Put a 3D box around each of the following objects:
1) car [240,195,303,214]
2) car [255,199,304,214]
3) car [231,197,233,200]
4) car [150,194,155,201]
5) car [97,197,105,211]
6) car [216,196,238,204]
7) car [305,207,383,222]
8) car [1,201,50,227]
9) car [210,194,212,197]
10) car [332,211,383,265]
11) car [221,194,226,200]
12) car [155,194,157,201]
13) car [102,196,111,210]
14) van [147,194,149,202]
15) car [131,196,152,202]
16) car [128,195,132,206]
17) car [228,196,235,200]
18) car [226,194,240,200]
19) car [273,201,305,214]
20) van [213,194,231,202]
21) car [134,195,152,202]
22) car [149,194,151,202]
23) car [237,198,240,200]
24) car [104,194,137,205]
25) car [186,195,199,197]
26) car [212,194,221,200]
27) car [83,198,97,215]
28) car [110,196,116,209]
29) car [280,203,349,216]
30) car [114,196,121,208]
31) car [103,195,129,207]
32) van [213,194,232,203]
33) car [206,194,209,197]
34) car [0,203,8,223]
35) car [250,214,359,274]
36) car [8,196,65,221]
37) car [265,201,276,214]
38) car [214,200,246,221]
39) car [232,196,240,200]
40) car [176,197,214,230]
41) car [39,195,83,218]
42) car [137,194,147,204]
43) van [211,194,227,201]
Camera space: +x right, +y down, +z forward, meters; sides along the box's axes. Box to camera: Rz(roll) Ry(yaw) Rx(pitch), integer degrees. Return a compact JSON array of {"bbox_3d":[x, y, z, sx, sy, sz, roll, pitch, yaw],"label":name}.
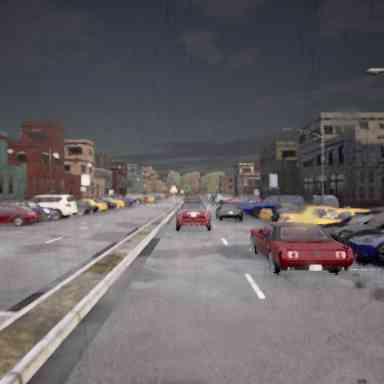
[{"bbox_3d":[7.588,1.300,30.427,5.566,2.045,2.435,0,0,0],"label":"car"},{"bbox_3d":[7.813,1.524,24.914,5.366,1.575,1.946,0,0,0],"label":"car"},{"bbox_3d":[7.592,1.655,41.454,4.674,1.452,2.002,0,0,0],"label":"car"},{"bbox_3d":[-12.522,1.771,81.291,5.366,1.575,1.946,0,0,0],"label":"car"},{"bbox_3d":[-12.656,1.606,36.828,4.792,1.488,2.163,0,0,0],"label":"car"},{"bbox_3d":[7.565,1.649,71.668,4.553,1.767,2.185,0,0,0],"label":"car"},{"bbox_3d":[7.610,1.524,13.878,4.792,1.488,2.163,0,0,0],"label":"car"},{"bbox_3d":[-12.709,1.562,22.807,4.674,1.452,2.002,0,0,0],"label":"car"},{"bbox_3d":[7.551,1.543,77.308,5.566,2.045,2.435,0,0,0],"label":"car"},{"bbox_3d":[7.611,1.518,11.123,4.792,1.488,2.163,0,0,0],"label":"car"},{"bbox_3d":[7.550,1.416,49.729,5.566,2.045,2.435,0,0,0],"label":"car"},{"bbox_3d":[-12.713,1.805,89.630,5.008,1.535,2.097,0,0,0],"label":"car"},{"bbox_3d":[-12.865,1.587,39.608,5.366,1.575,1.946,0,0,0],"label":"car"},{"bbox_3d":[-12.817,1.528,75.733,4.442,1.987,1.878,0,0,0],"label":"van"},{"bbox_3d":[-12.705,1.784,84.070,5.008,1.535,2.097,0,0,0],"label":"car"},{"bbox_3d":[-12.667,1.660,53.496,4.892,1.521,2.231,0,0,0],"label":"car"},{"bbox_3d":[7.586,1.673,44.342,4.674,1.452,2.002,0,0,0],"label":"car"},{"bbox_3d":[7.552,1.525,46.971,4.553,1.767,2.185,0,0,0],"label":"car"},{"bbox_3d":[7.824,1.505,19.399,5.366,1.575,1.946,0,0,0],"label":"car"},{"bbox_3d":[7.623,1.594,85.581,4.442,1.987,1.878,0,0,0],"label":"van"},{"bbox_3d":[-12.745,1.668,86.849,4.553,1.767,2.185,0,0,0],"label":"car"},{"bbox_3d":[-12.706,1.804,78.511,4.674,1.452,2.002,0,0,0],"label":"car"},{"bbox_3d":[7.608,1.621,35.940,4.674,1.452,2.002,0,0,0],"label":"car"},{"bbox_3d":[-12.648,1.420,56.276,5.566,2.045,2.435,0,0,0],"label":"car"},{"bbox_3d":[0.054,1.351,41.423,2.150,2.045,5.566,0,-1,0],"label":"car"},{"bbox_3d":[7.568,1.514,69.033,5.566,2.045,2.435,0,0,0],"label":"car"},{"bbox_3d":[-12.661,1.593,34.050,4.792,1.488,2.163,0,0,0],"label":"car"},{"bbox_3d":[-12.704,1.634,42.385,4.792,1.488,2.163,0,0,0],"label":"car"},{"bbox_3d":[7.454,1.498,16.636,5.366,1.575,1.946,0,0,0],"label":"car"},{"bbox_3d":[-12.675,1.617,45.041,5.008,1.535,2.097,0,0,0],"label":"car"},{"bbox_3d":[-12.675,1.645,50.716,5.008,1.535,2.097,0,0,0],"label":"car"},{"bbox_3d":[7.401,1.577,80.065,4.442,1.987,1.878,0,0,0],"label":"van"},{"bbox_3d":[7.310,1.836,91.094,5.366,1.575,1.946,0,0,0],"label":"car"},{"bbox_3d":[-12.729,1.508,17.251,4.892,1.521,2.231,0,0,0],"label":"car"},{"bbox_3d":[3.100,1.609,10.544,1.895,1.301,4.718,0,0,0],"label":"car"},{"bbox_3d":[-12.738,1.406,25.678,4.553,1.767,2.185,0,0,0],"label":"car"},{"bbox_3d":[7.662,1.547,22.155,4.792,1.488,2.163,0,0,0],"label":"car"},{"bbox_3d":[3.081,1.626,28.336,1.994,1.385,4.181,0,0,0],"label":"car"},{"bbox_3d":[7.595,1.597,38.697,5.008,1.535,2.097,0,0,0],"label":"car"},{"bbox_3d":[0.091,1.385,21.359,2.097,1.767,4.553,0,0,0],"label":"car"},{"bbox_3d":[-12.729,1.290,28.491,5.566,2.045,2.435,0,0,0],"label":"car"},{"bbox_3d":[-12.687,1.733,70.173,4.892,1.521,2.231,0,0,0],"label":"car"},{"bbox_3d":[7.607,1.623,93.854,4.442,1.987,1.878,0,0,0],"label":"van"}]
